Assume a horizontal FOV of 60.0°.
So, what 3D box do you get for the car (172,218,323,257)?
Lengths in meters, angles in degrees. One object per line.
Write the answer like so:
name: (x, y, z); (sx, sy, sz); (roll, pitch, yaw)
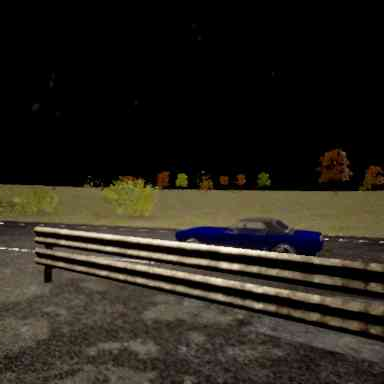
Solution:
car: (1.759, 1.503, 10.944); (4.718, 1.301, 1.895); (0, 0, 23)
